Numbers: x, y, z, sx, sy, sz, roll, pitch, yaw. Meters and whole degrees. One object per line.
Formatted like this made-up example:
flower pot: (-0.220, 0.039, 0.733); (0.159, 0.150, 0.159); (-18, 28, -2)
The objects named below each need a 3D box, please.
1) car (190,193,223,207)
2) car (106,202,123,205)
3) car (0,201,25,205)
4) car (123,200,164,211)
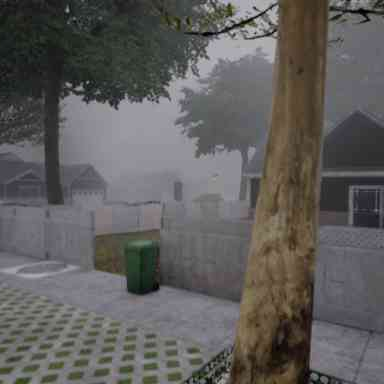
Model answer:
car: (1.922, 1.201, 42.542); (2.150, 2.045, 5.566); (1, 2, 35)
car: (-6.963, 1.532, 29.792); (1.895, 1.301, 4.718); (1, 0, 35)
car: (-12.618, 1.399, 21.656); (1.837, 1.490, 4.892); (1, 0, 35)
car: (-3.502, 1.491, 29.630); (1.837, 1.490, 4.892); (1, 0, 35)
